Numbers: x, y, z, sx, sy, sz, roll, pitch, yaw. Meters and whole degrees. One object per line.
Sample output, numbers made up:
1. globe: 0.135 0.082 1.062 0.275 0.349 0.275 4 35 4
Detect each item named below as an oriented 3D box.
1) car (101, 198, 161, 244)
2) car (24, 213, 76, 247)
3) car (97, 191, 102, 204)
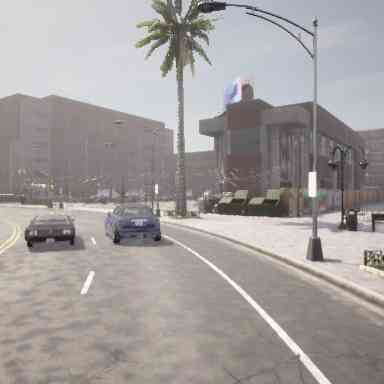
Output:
1. car: -3.009 1.364 16.250 2.097 1.767 4.553 0 0 -21
2. car: -6.307 1.614 15.076 1.895 1.301 4.718 0 0 -21
3. car: -17.306 1.252 59.362 4.553 1.767 2.185 0 0 36
